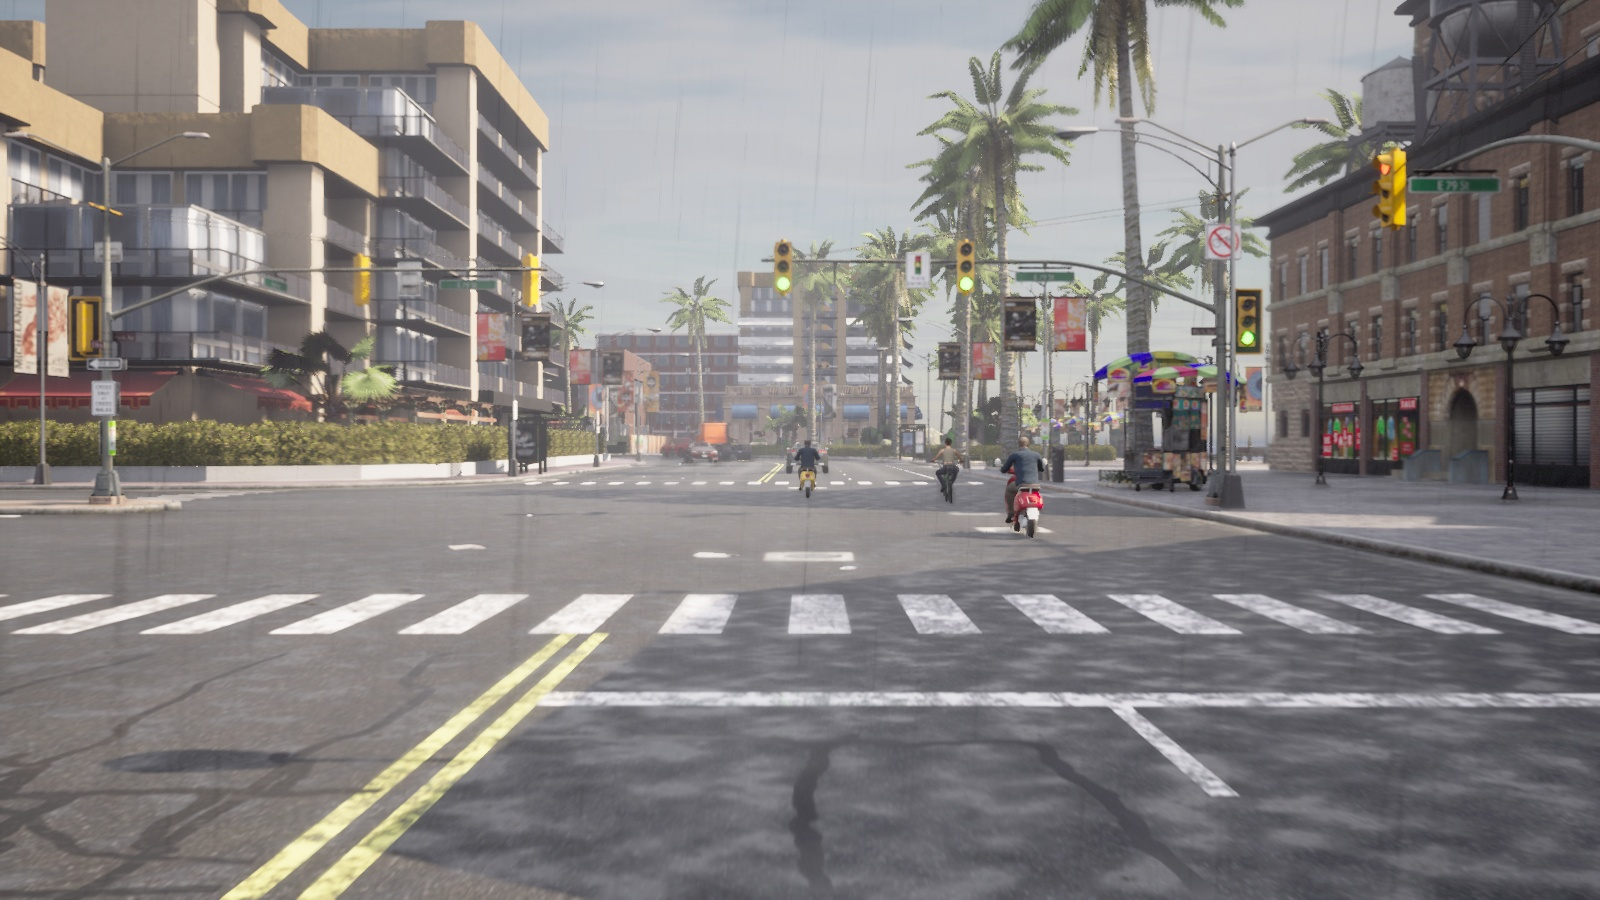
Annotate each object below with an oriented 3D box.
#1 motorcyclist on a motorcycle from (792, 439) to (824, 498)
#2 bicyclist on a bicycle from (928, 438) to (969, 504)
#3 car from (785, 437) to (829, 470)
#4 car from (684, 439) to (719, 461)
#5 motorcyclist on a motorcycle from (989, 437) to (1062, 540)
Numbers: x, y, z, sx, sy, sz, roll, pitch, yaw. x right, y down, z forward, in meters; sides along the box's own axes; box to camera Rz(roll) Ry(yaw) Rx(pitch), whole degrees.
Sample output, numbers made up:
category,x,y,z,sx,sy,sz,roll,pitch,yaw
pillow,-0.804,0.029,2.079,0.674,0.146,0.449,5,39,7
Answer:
category,x,y,z,sx,sy,sz,roll,pitch,yaw
motorcyclist on a motorcycle,0.212,0.504,34.834,0.866,1.590,1.817,0,0,0
bicyclist on a bicycle,3.687,0.509,31.339,0.866,1.612,1.509,0,0,1
car,0.378,0.164,64.170,2.152,1.651,5.027,0,0,0
car,-7.434,-0.013,94.396,2.152,1.651,5.027,0,0,-11
motorcyclist on a motorcycle,3.631,0.588,20.371,0.866,1.590,1.817,0,0,0
